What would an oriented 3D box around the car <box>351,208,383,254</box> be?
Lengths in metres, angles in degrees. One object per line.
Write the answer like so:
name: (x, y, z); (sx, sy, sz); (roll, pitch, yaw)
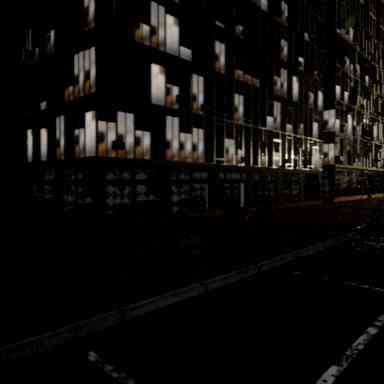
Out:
car: (6.642, 1.208, 10.825); (2.008, 1.369, 4.403); (2, 2, 44)
